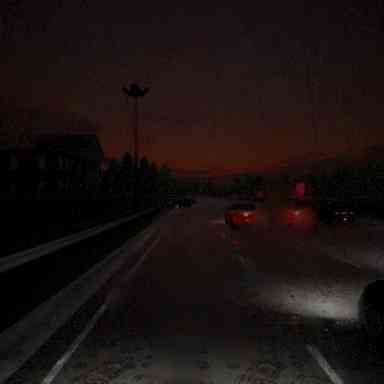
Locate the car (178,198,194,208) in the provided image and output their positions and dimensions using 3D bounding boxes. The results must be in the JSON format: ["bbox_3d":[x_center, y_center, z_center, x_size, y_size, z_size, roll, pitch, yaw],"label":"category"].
[{"bbox_3d":[-1.219,1.844,56.669,2.097,1.767,4.553,0,0,0],"label":"car"}]

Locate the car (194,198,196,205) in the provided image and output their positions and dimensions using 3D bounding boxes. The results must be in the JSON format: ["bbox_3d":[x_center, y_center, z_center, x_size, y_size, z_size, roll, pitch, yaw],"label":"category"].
[{"bbox_3d":[0.009,2.029,73.391,2.033,1.411,5.357,0,0,0],"label":"car"}]

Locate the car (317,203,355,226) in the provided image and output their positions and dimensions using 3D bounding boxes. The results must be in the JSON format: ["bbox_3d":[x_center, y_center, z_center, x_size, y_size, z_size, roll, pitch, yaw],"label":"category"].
[{"bbox_3d":[10.604,1.714,25.453,2.128,1.511,4.902,0,0,0],"label":"car"}]

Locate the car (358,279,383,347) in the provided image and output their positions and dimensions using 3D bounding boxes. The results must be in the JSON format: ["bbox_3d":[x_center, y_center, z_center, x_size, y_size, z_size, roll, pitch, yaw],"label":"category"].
[{"bbox_3d":[3.602,1.557,3.458,1.812,1.442,4.674,0,0,0],"label":"car"}]

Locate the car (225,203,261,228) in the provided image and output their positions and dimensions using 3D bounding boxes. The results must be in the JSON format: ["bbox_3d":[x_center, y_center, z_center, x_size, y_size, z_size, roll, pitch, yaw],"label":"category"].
[{"bbox_3d":[3.603,1.564,24.327,2.097,1.767,4.553,0,0,0],"label":"car"}]

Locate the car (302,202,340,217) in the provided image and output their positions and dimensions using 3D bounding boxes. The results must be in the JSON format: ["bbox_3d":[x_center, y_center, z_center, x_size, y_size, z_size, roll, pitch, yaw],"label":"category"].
[{"bbox_3d":[14.104,1.867,36.728,2.033,1.411,5.357,0,-1,0],"label":"car"}]

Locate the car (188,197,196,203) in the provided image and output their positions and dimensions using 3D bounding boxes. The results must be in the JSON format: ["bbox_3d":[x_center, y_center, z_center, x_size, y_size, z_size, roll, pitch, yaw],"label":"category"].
[{"bbox_3d":[0.011,2.195,90.307,1.994,1.385,4.181,0,0,0],"label":"car"}]

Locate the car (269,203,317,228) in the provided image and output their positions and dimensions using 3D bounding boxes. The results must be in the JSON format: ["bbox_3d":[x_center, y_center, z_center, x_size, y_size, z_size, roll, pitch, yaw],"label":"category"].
[{"bbox_3d":[7.102,1.565,24.386,2.097,1.767,4.553,0,0,0],"label":"car"}]
